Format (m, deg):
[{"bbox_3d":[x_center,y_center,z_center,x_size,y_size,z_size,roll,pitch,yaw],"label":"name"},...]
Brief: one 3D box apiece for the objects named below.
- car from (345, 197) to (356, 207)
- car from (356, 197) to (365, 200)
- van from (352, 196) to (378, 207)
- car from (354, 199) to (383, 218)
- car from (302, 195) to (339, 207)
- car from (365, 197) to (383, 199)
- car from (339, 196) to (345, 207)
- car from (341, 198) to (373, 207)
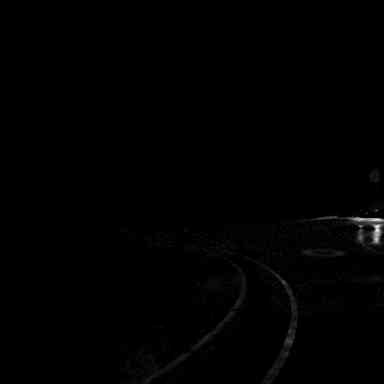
[{"bbox_3d":[26.218,1.682,61.112,2.435,2.045,5.566,1,-2,-37],"label":"car"},{"bbox_3d":[30.657,2.039,64.713,1.946,1.575,5.366,1,-2,-37],"label":"car"},{"bbox_3d":[35.199,1.936,67.757,1.878,1.987,4.442,2,-2,-37],"label":"van"},{"bbox_3d":[17.918,1.656,31.957,4.674,1.442,1.812,-1,-1,-37],"label":"car"},{"bbox_3d":[21.869,1.614,57.808,2.435,2.045,5.566,1,-2,-37],"label":"car"},{"bbox_3d":[27.529,1.457,46.776,2.185,1.767,4.553,1,-2,-37],"label":"car"},{"bbox_3d":[23.982,1.898,59.435,2.231,1.521,4.892,1,-2,-37],"label":"car"},{"bbox_3d":[32.784,2.097,66.312,1.946,1.575,5.366,2,-2,-37],"label":"car"}]
